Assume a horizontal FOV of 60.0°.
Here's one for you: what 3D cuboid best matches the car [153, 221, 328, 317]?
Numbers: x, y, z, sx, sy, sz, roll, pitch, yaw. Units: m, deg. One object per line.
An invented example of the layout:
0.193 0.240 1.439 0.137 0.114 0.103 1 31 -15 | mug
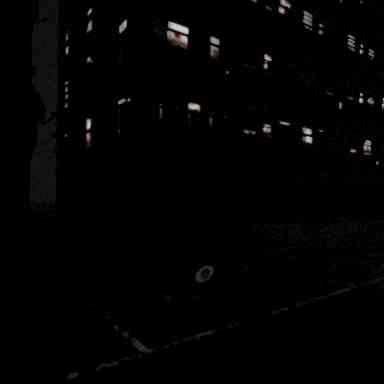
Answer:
1.159 1.437 7.394 4.097 1.590 1.967 0 1 -35 | car
